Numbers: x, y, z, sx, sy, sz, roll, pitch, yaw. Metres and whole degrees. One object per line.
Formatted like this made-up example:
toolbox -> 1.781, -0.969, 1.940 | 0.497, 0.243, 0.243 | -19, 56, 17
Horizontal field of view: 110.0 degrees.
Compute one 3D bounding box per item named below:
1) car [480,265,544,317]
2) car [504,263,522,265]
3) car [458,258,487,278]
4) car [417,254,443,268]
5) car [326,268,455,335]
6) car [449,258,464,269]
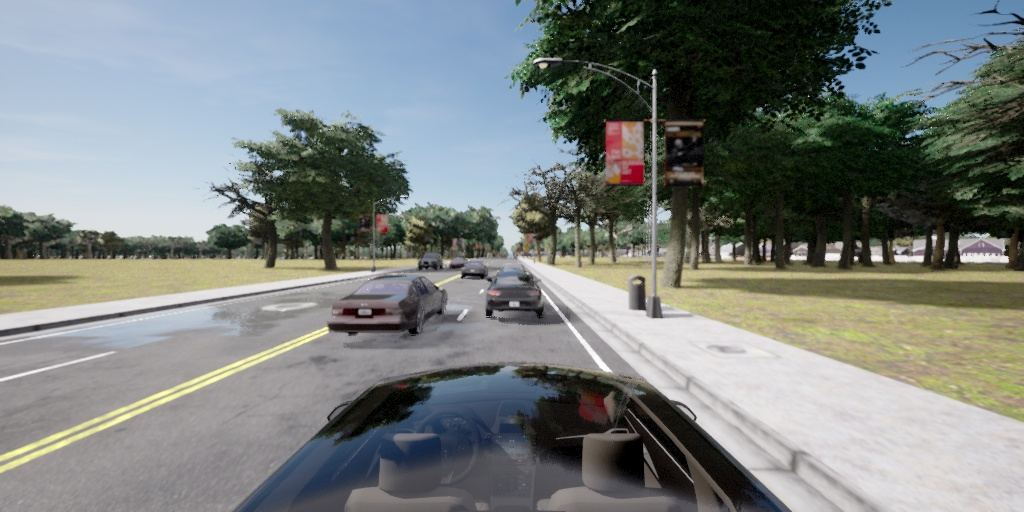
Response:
car -> 0.080, 1.210, 12.658 | 1.812, 1.442, 4.674 | 0, 0, 0
car -> 0.086, 1.190, 28.506 | 1.895, 1.301, 4.718 | 0, 0, 0
car -> -3.159, 1.139, 30.792 | 1.994, 1.385, 4.181 | 0, 0, 0
car -> -9.837, 0.720, 43.658 | 2.150, 2.045, 5.566 | 0, 0, 0
car -> -3.183, 1.246, 10.298 | 2.033, 1.411, 5.357 | 0, 0, 0
car -> -6.584, 0.971, 44.640 | 1.882, 1.535, 5.008 | 0, 0, 0
